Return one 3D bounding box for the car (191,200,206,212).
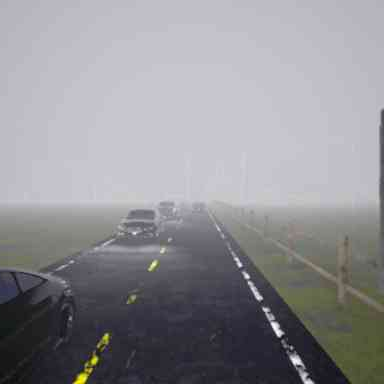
[{"bbox_3d":[0.939,1.916,47.028,2.033,1.411,5.357,0,0,1],"label":"car"}]

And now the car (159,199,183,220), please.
[{"bbox_3d":[-2.259,1.568,30.534,2.097,1.767,4.553,0,0,2],"label":"car"}]

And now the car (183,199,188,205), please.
[{"bbox_3d":[-1.518,2.041,67.994,2.033,1.411,5.357,0,-1,1],"label":"car"}]

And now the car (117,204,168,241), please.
[{"bbox_3d":[-2.556,1.618,17.481,1.837,1.490,4.892,0,0,1],"label":"car"}]

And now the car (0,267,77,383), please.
[{"bbox_3d":[-2.822,1.572,3.534,1.994,1.385,4.181,0,0,1],"label":"car"}]

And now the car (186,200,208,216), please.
[{"bbox_3d":[0.735,1.826,36.136,2.033,1.411,5.357,0,0,1],"label":"car"}]
